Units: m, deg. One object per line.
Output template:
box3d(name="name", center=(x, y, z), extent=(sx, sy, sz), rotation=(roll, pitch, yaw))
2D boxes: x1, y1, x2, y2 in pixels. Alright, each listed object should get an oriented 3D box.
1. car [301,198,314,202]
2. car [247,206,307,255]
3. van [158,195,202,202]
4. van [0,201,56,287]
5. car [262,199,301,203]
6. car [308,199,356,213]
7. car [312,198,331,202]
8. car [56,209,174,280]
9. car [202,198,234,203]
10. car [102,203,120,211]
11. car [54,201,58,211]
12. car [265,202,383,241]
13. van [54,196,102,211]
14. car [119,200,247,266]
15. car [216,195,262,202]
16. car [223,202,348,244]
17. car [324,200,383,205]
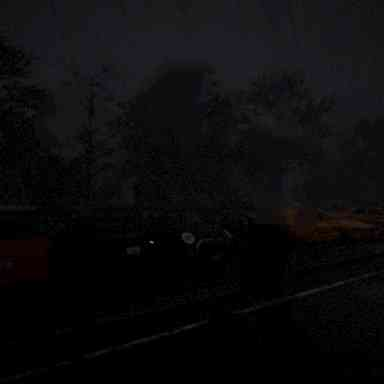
box3d(name="car", center=(10.027, 1.595, 35.275), extent=(2.002, 1.452, 4.674), rotation=(0, 0, -35))
box3d(name="car", center=(1.745, 1.470, 13.360), extent=(2.231, 1.521, 4.892), rotation=(0, 0, -35))
box3d(name="van", center=(-1.438, 1.254, 27.289), extent=(1.878, 1.987, 4.442), rotation=(0, 0, -35))
box3d(name="van", center=(-5.120, 1.261, 8.640), extent=(1.878, 1.987, 4.442), rotation=(0, 0, -35))
box3d(name="car", center=(7.873, 1.537, 33.523), extent=(1.946, 1.575, 5.366), rotation=(0, 0, -35))
box3d(name="car", center=(16.706, 1.601, 40.010), extent=(2.097, 1.535, 5.008), rotation=(0, 0, -35))
box3d(name="car", center=(12.302, 1.600, 36.856), extent=(2.163, 1.488, 4.792), rotation=(0, 0, -35))
box3d(name="car", center=(-2.804, 1.508, 10.176), extent=(2.163, 1.488, 4.792), rotation=(0, 0, -35))
box3d(name="car", center=(1.006, 1.523, 28.844), extent=(2.163, 1.488, 4.792), rotation=(0, 0, -35))
box3d(name="car", center=(-5.801, 1.497, 24.086), extent=(2.163, 1.488, 4.792), rotation=(0, 0, -35))
box3d(name="car", center=(-10.304, 1.476, 20.863), extent=(2.097, 1.535, 5.008), rotation=(0, 0, -35))
box3d(name="car", center=(6.270, 1.479, 16.349), extent=(1.946, 1.575, 5.366), rotation=(0, 0, -35))
box3d(name="van", center=(-7.966, 1.244, 22.382), extent=(1.878, 1.987, 4.442), rotation=(0, 0, -36))
box3d(name="car", center=(-0.543, 1.346, 11.782), extent=(2.185, 1.767, 4.553), rotation=(0, 0, -35))
box3d(name="car", center=(3.233, 1.258, 30.494), extent=(2.435, 2.045, 5.566), rotation=(0, 0, -35))
box3d(name="car", center=(3.892, 1.470, 15.117), extent=(1.946, 1.575, 5.366), rotation=(0, 0, -35))
box3d(name="car", center=(10.897, 1.508, 19.632), extent=(1.946, 1.575, 5.366), rotation=(0, 0, -35))
